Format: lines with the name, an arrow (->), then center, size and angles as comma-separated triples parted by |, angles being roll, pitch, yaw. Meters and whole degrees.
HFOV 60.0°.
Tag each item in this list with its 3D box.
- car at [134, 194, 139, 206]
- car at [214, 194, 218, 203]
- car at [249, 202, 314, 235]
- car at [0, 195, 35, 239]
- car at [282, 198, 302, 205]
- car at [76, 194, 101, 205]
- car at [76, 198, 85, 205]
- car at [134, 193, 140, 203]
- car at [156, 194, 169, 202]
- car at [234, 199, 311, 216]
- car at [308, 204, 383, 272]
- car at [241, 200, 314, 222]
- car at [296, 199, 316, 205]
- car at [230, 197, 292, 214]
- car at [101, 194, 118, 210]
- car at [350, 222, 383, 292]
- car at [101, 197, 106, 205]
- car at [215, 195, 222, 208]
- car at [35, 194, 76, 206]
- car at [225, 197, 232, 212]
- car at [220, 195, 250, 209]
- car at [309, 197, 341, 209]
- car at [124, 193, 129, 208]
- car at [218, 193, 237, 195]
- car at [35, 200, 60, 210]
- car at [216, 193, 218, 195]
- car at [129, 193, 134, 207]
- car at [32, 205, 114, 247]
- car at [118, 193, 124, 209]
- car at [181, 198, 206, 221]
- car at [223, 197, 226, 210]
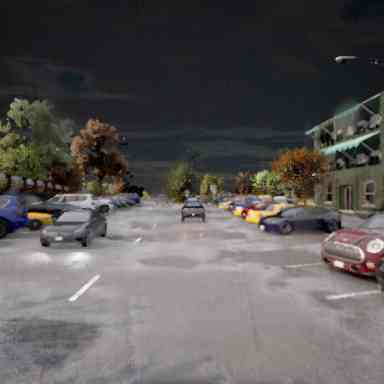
car -> -10.952, 1.450, 49.455 | 4.892, 1.521, 2.231 | -1, 0, -20
car -> 6.008, 1.454, 45.118 | 4.892, 1.521, 2.231 | 1, 0, -20
car -> 5.976, 1.503, 18.472 | 4.792, 1.488, 2.163 | 1, 0, -20
car -> -10.976, 1.224, 16.199 | 5.566, 2.045, 2.435 | -1, 0, -20
car -> 24.702, 2.347, 82.134 | 2.231, 1.521, 4.892 | 2, -1, -21
car -> -10.978, 1.215, 28.290 | 5.566, 2.045, 2.435 | -1, 0, -20
car -> -10.931, 1.469, 25.269 | 4.892, 1.521, 2.231 | -1, 0, -20
car -> -10.970, 1.195, 52.459 | 5.566, 2.045, 2.435 | -1, 0, -20
car -> -4.997, 1.030, 56.272 | 2.097, 1.767, 4.553 | 0, 0, 0
car -> 6.000, 1.469, 24.402 | 5.008, 1.535, 2.097 | 1, 0, -20
car -> 6.031, 1.356, 9.620 | 4.553, 1.767, 2.185 | 1, 0, -20
car -> 6.170, 1.471, 21.518 | 5.366, 1.575, 1.946 | 1, 0, -20
car -> 28.095, 2.451, 82.166 | 2.231, 1.521, 4.892 | 2, -1, -21
car -> 6.171, 1.466, 27.435 | 5.366, 1.575, 1.946 | 1, 0, -20
car -> -10.923, 1.209, 34.357 | 5.566, 2.045, 2.435 | -1, 0, -20
car -> 6.000, 1.484, 6.646 | 4.892, 1.521, 2.231 | 1, 0, -20
car -> -10.916, 1.492, 31.333 | 4.792, 1.488, 2.163 | -1, 0, -20
car -> 5.832, 1.452, 39.130 | 5.366, 1.575, 1.946 | 1, 0, -20
car -> -10.916, 1.219, 22.261 | 5.566, 2.045, 2.435 | -1, 0, -20
car -> 5.998, 1.464, 30.331 | 5.008, 1.535, 2.097 | 1, 0, -20
car -> 6.004, 1.461, 36.247 | 4.892, 1.521, 2.231 | 1, 0, -20
car -> 25.445, 2.101, 63.972 | 2.435, 2.045, 5.566 | 2, 1, -21
car -> -10.978, 1.328, 43.403 | 4.553, 1.767, 2.185 | -1, 0, -20
car -> 6.035, 1.330, 42.167 | 4.553, 1.767, 2.185 | 1, 0, -20
car -> -10.772, 1.468, 19.299 | 5.366, 1.575, 1.946 | -1, 0, -20
car -> 6.029, 1.197, 51.051 | 5.566, 2.045, 2.435 | 1, 0, -20
car -> -10.917, 1.325, 46.441 | 4.553, 1.767, 2.185 | -1, 0, -20
car -> -5.088, 1.516, 15.002 | 1.812, 1.442, 4.674 | 0, 0, 0
car -> -10.972, 1.331, 40.376 | 4.553, 1.767, 2.185 | -1, 0, -20
car -> 0.101, 1.472, 26.998 | 2.128, 1.511, 4.902 | 0, 0, 0
car -> 6.025, 1.492, 33.297 | 4.792, 1.488, 2.163 | 1, 0, -20
